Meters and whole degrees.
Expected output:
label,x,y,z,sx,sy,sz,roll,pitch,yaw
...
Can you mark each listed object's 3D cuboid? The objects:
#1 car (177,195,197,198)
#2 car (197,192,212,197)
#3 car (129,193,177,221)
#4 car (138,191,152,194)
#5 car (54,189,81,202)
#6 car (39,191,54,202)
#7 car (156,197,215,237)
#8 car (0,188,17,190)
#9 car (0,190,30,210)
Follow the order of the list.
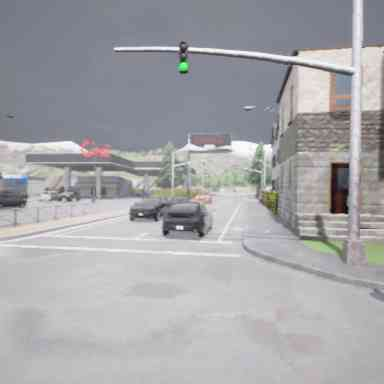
label,x,y,z,sx,sy,sz,roll,pitch,yaw
car,-1.051,1.103,32.507,1.994,1.385,4.181,1,1,9
car,1.761,0.785,48.589,2.097,1.767,4.553,1,1,10
car,-2.704,1.081,22.756,1.882,1.535,5.008,1,1,10
car,-11.570,0.623,81.703,4.611,1.667,2.242,1,1,9
car,-17.689,0.432,48.251,1.905,1.878,3.866,1,1,9
car,-20.871,0.661,49.402,1.970,1.475,3.806,1,1,9
car,-0.090,1.203,16.097,1.837,1.490,4.892,1,1,10
car,-22.223,0.453,41.030,1.932,1.855,4.605,1,1,9
car,-17.024,0.826,30.017,2.007,1.523,4.514,1,1,9
